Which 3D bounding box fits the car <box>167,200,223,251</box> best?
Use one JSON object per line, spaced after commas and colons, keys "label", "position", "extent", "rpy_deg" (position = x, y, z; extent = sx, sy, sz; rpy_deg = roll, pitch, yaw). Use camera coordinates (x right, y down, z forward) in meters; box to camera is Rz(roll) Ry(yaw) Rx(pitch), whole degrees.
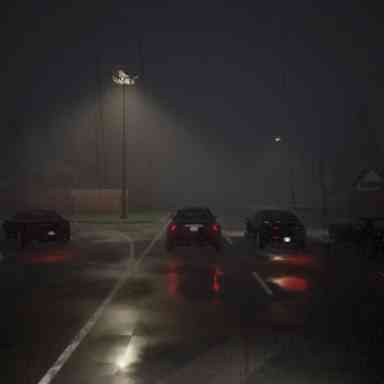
{"label": "car", "position": [0.088, 1.387, 14.373], "extent": [2.097, 1.767, 4.553], "rpy_deg": [0, 0, 0]}

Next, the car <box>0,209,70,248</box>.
{"label": "car", "position": [-7.263, 1.514, 15.246], "extent": [1.882, 1.535, 5.008], "rpy_deg": [1, -1, -41]}

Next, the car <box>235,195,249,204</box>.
{"label": "car", "position": [10.514, 1.510, 69.225], "extent": [2.097, 1.767, 4.553], "rpy_deg": [0, 0, 0]}

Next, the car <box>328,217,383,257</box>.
{"label": "car", "position": [7.085, 1.632, 12.987], "extent": [1.895, 1.301, 4.718], "rpy_deg": [0, 0, 0]}

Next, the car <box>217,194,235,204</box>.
{"label": "car", "position": [7.014, 1.379, 68.869], "extent": [2.150, 2.045, 5.566], "rpy_deg": [0, 0, 0]}

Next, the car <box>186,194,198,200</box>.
{"label": "car", "position": [0.014, 1.380, 68.871], "extent": [2.150, 2.045, 5.566], "rpy_deg": [0, 0, 0]}

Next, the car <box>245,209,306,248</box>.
{"label": "car", "position": [3.591, 1.540, 14.925], "extent": [1.837, 1.490, 4.892], "rpy_deg": [0, 0, 0]}

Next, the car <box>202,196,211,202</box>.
{"label": "car", "position": [3.516, 1.589, 79.258], "extent": [1.994, 1.385, 4.181], "rpy_deg": [0, 0, 0]}

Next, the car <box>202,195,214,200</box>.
{"label": "car", "position": [3.514, 1.509, 69.190], "extent": [2.097, 1.767, 4.553], "rpy_deg": [0, 0, 0]}

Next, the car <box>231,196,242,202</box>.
{"label": "car", "position": [10.516, 1.576, 79.257], "extent": [2.033, 1.411, 5.357], "rpy_deg": [0, 0, 0]}

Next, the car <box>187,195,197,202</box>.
{"label": "car", "position": [0.016, 1.562, 79.259], "extent": [2.128, 1.511, 4.902], "rpy_deg": [0, 0, 0]}

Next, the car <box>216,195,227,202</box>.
{"label": "car", "position": [7.016, 1.562, 79.258], "extent": [2.128, 1.511, 4.902], "rpy_deg": [0, 0, 0]}
